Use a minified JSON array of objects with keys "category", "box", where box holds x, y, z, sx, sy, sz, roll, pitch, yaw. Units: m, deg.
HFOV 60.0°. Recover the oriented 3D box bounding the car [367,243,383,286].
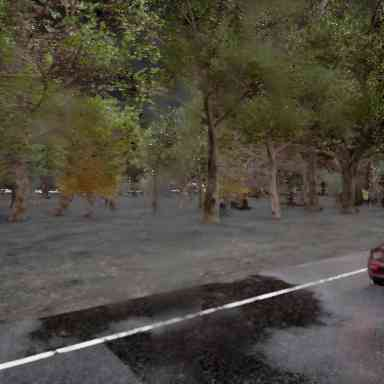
[{"category":"car","box":[6.060,1.517,8.072,4.674,1.442,1.812,0,0,-35]}]
